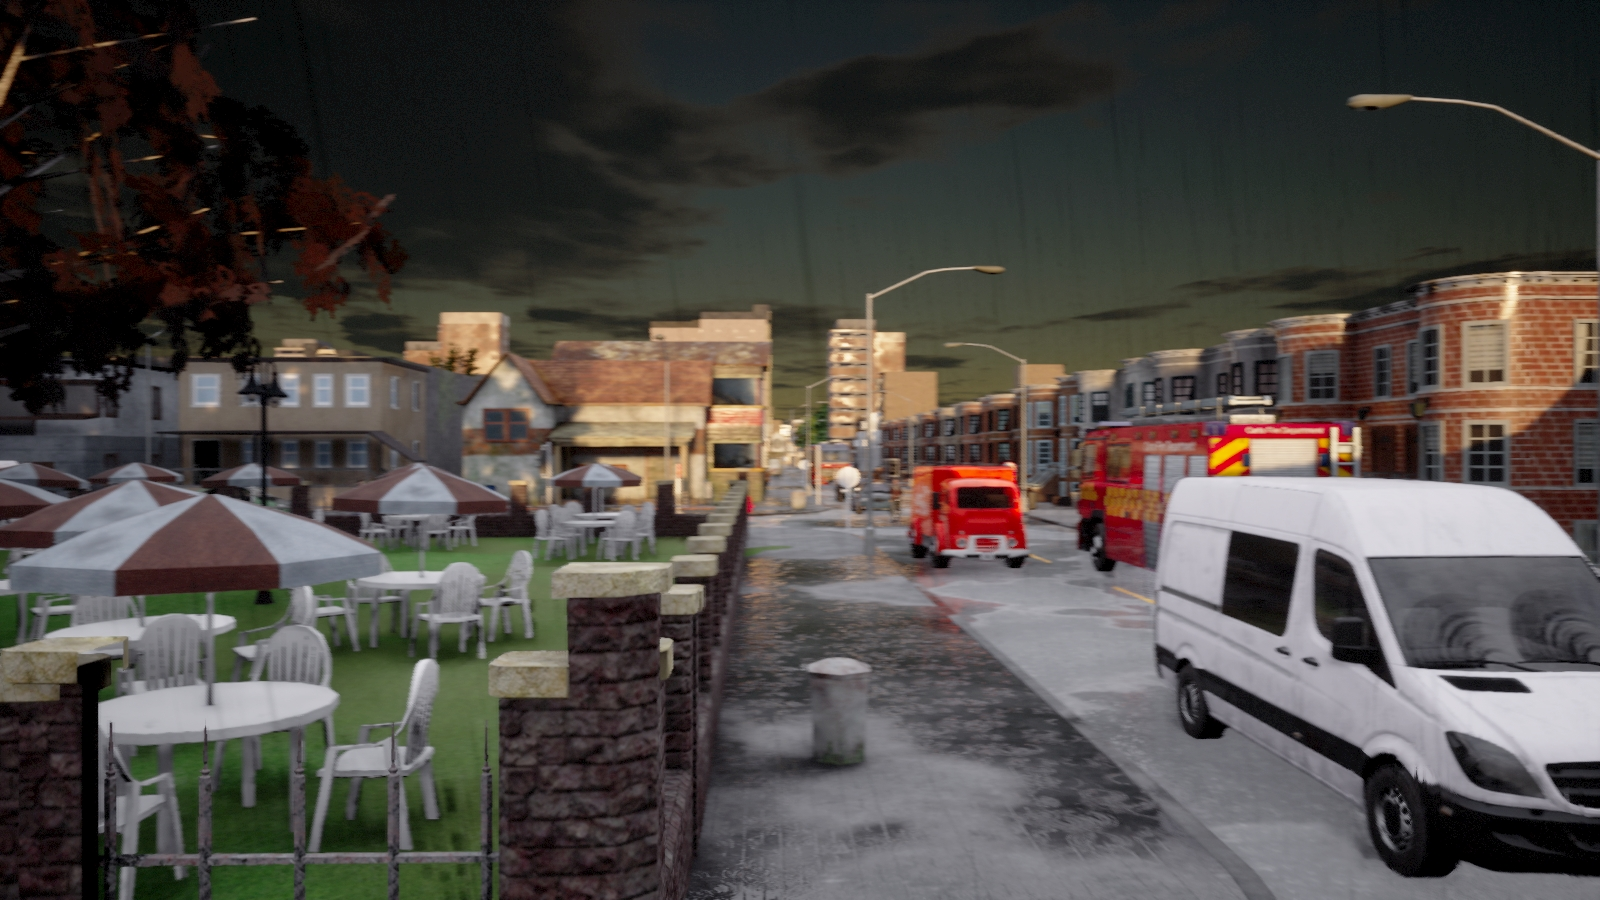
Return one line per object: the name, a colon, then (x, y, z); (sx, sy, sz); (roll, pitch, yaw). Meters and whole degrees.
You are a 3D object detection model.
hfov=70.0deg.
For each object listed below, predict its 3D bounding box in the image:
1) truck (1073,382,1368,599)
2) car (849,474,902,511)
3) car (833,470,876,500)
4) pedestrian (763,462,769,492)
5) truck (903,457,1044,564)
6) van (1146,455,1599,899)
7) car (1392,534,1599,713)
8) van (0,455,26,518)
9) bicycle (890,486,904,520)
truck: (8.454, 0.724, 24.422); (2.891, 3.827, 8.468); (0, 0, -2)
car: (3.480, 1.956, 53.533); (2.038, 1.542, 4.974); (0, 0, -2)
car: (3.094, 1.990, 65.859); (2.038, 1.542, 4.974); (0, 0, -2)
pedestrian: (-2.175, 1.726, 72.950); (0.375, 1.860, 0.375); (0, 0, 0)
truck: (4.256, 1.420, 29.080); (2.627, 2.467, 5.204); (0, 0, -2)
van: (4.875, 1.333, 9.591); (1.988, 2.561, 5.915); (0, 0, -2)
car: (8.680, 1.840, 13.076); (1.845, 1.501, 3.633); (0, 0, -2)
van: (-35.759, 1.501, 47.394); (5.915, 2.561, 1.988); (0, 0, -2)
bicycle: (3.770, 2.055, 44.584); (0.329, 1.271, 1.835); (0, 0, -2)
